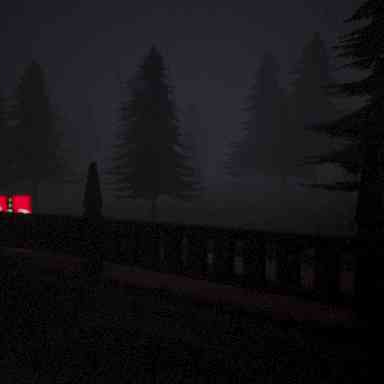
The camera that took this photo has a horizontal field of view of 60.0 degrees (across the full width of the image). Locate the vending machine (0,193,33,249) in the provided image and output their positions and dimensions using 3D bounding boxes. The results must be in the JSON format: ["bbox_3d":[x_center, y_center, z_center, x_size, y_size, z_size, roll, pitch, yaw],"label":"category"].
[{"bbox_3d":[-7.090,1.098,13.231,0.880,2.100,1.100,0,0,28],"label":"vending machine"}]
